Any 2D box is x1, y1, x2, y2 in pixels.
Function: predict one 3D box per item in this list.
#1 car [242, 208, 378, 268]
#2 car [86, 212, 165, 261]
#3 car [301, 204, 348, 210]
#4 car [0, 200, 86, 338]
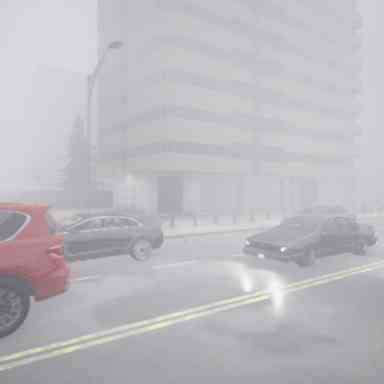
[{"bbox_3d":[4.194,1.477,11.254,5.357,1.411,2.033,0,0,-35],"label":"car"},{"bbox_3d":[-3.188,1.410,10.314,4.902,1.511,2.128,0,0,-35],"label":"car"},{"bbox_3d":[6.654,1.398,17.278,4.892,1.490,1.837,0,0,-35],"label":"car"},{"bbox_3d":[-4.739,1.174,4.924,5.566,2.045,2.150,0,0,-35],"label":"car"}]
